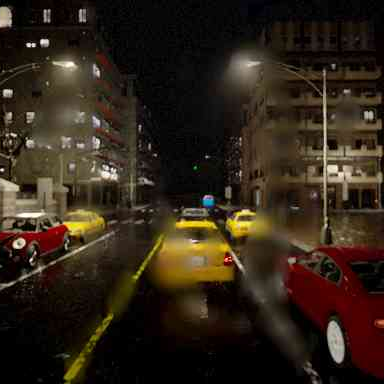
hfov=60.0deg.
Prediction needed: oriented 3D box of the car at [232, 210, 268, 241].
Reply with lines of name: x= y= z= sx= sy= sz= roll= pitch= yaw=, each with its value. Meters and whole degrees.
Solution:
car: x=2.696 y=1.600 z=16.992 sx=1.752 sy=1.417 sz=4.829 roll=1 pitch=0 yaw=0

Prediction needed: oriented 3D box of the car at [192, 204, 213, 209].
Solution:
car: x=0.228 y=1.693 z=21.274 sx=1.895 sy=1.301 sz=4.718 roll=0 pitch=0 yaw=3

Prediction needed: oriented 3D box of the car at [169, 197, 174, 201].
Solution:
car: x=-5.693 y=1.891 z=88.896 sx=1.802 sy=1.307 sz=4.206 roll=1 pitch=0 yaw=0

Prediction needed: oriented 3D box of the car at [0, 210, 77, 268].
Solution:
car: x=-5.683 y=1.490 z=11.224 sx=1.967 sy=1.590 sz=4.097 roll=1 pitch=0 yaw=0

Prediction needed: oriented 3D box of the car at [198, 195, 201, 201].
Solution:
car: x=2.690 y=1.813 z=66.157 sx=1.947 sy=1.339 sz=4.313 roll=1 pitch=0 yaw=0

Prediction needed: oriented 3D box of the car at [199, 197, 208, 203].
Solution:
car: x=2.689 y=1.830 z=77.498 sx=2.008 sy=1.369 sz=4.403 roll=1 pitch=0 yaw=0

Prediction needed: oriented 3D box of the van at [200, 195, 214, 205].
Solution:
van: x=2.694 y=1.553 z=54.815 sx=1.690 sy=1.788 sz=3.998 roll=1 pitch=0 yaw=0

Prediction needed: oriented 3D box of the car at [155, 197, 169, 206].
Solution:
car: x=-5.690 y=1.812 z=60.541 sx=1.802 sy=1.307 sz=4.206 roll=1 pitch=0 yaw=0

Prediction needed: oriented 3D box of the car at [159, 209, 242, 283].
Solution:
car: x=0.098 y=1.499 z=9.767 sx=1.801 sy=1.575 sz=5.366 roll=0 pitch=0 yaw=0

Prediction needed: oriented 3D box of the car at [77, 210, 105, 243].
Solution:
car: x=-5.684 y=1.598 z=16.668 sx=1.752 sy=1.417 sz=4.829 roll=1 pitch=0 yaw=0

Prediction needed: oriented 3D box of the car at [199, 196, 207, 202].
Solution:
car: x=2.688 y=1.846 z=83.169 sx=2.008 sy=1.369 sz=4.403 roll=1 pitch=0 yaw=0

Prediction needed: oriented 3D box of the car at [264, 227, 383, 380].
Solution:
car: x=2.697 y=1.570 z=5.588 sx=1.887 sy=1.381 sz=4.507 roll=1 pitch=0 yaw=0

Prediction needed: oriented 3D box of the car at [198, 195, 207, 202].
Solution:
car: x=2.690 y=1.624 z=88.841 sx=2.192 sy=1.841 sz=5.009 roll=1 pitch=0 yaw=0
